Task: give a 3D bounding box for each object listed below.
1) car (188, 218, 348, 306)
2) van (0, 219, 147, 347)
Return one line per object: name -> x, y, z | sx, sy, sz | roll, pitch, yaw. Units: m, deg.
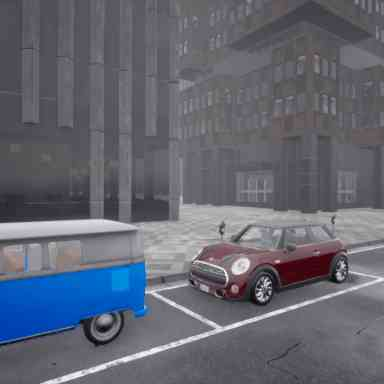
car -> 1.887, 1.441, 7.965 | 4.097, 1.590, 1.967 | 0, 0, -35
van -> -2.624, 1.341, 4.776 | 3.998, 1.788, 1.690 | 0, 0, -35
